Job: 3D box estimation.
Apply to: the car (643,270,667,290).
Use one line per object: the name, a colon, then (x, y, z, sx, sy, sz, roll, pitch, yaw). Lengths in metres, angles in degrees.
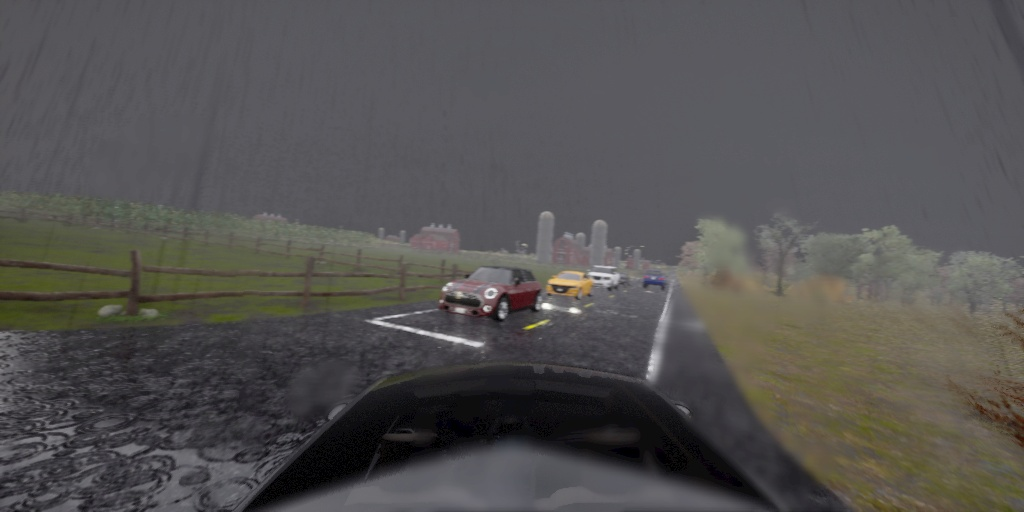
car: (16.052, 2.648, 40.327, 2.150, 2.045, 5.566, 5, -2, 24)

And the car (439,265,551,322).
car: (-0.533, 1.122, 12.677, 2.097, 1.767, 4.553, 5, 0, 25)

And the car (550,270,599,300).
car: (3.638, 1.679, 21.837, 1.882, 1.535, 5.008, 5, 0, 24)

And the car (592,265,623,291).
car: (7.959, 1.869, 31.350, 2.150, 2.045, 5.566, 5, 0, 24)

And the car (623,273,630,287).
car: (12.295, 2.645, 40.901, 2.033, 1.411, 5.357, 5, 0, 25)
